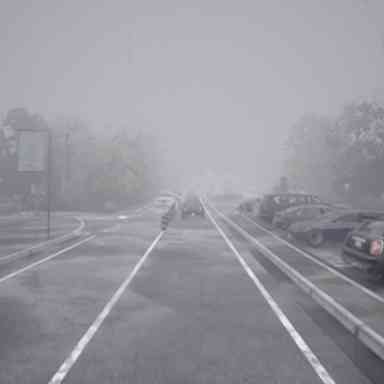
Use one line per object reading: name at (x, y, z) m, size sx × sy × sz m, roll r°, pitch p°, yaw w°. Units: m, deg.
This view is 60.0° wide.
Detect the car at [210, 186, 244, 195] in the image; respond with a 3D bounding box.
car at (6.855, 0.283, 66.531) m, size 5.566 × 2.045 × 2.435 m, roll 0°, pitch 2°, yaw 0°

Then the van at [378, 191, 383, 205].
van at (19.757, 0.833, 31.134) m, size 4.442 × 1.987 × 1.878 m, roll -1°, pitch 2°, yaw 0°

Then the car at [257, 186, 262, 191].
car at (20.092, -0.140, 85.793) m, size 4.792 × 1.488 × 2.163 m, roll 0°, pitch 2°, yaw 0°

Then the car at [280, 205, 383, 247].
car at (6.626, 1.501, 14.469) m, size 4.792 × 1.488 × 2.163 m, roll 0°, pitch 1°, yaw 1°

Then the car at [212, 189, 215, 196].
car at (6.810, 0.637, 63.767) m, size 5.008 × 1.535 × 2.097 m, roll 0°, pitch 2°, yaw 0°

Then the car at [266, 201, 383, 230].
car at (6.673, 1.427, 17.247) m, size 4.892 × 1.521 × 2.231 m, roll 0°, pitch 1°, yaw 1°

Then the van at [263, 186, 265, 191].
van at (20.136, -0.212, 80.377) m, size 4.442 × 1.987 × 1.878 m, roll 0°, pitch 2°, yaw 0°

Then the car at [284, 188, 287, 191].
car at (19.893, 0.607, 61.006) m, size 4.553 × 1.767 × 2.185 m, roll 0°, pitch 2°, yaw 0°

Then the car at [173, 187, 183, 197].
car at (-3.256, -0.063, 73.953) m, size 2.150 × 2.045 × 5.566 m, roll 0°, pitch 2°, yaw 0°

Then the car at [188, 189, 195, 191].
car at (0.013, -0.011, 81.651) m, size 1.837 × 1.490 × 4.892 m, roll 0°, pitch 2°, yaw 0°

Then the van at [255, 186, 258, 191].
van at (19.977, -0.480, 88.537) m, size 4.442 × 1.987 × 1.878 m, roll 0°, pitch 2°, yaw 0°

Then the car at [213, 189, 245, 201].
car at (6.752, 0.770, 60.994) m, size 4.792 × 1.488 × 2.163 m, roll 0°, pitch 2°, yaw 0°

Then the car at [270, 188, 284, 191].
car at (19.743, 0.425, 69.192) m, size 5.366 × 1.575 × 1.946 m, roll 0°, pitch 2°, yaw 0°

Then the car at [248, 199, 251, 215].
car at (6.724, 1.303, 22.828) m, size 5.008 × 1.535 × 2.097 m, roll 0°, pitch 1°, yaw 1°

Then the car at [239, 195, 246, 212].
car at (6.808, 1.176, 28.392) m, size 4.792 × 1.488 × 2.163 m, roll 0°, pitch 2°, yaw 1°

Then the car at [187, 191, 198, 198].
car at (0.085, 1.068, 47.799) m, size 2.128 × 1.511 × 4.902 m, roll 0°, pitch 2°, yaw 0°

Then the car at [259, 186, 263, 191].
car at (20.070, -0.053, 83.156) m, size 4.792 × 1.488 × 2.163 m, roll 0°, pitch 2°, yaw 0°

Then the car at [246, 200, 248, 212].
car at (6.785, 1.103, 25.603) m, size 4.553 × 1.767 × 2.185 m, roll 0°, pitch 2°, yaw 1°

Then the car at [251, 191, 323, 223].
car at (6.733, 1.118, 20.030) m, size 5.566 × 2.045 × 2.435 m, roll 0°, pitch 1°, yaw 1°

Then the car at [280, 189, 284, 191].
car at (19.854, 0.663, 63.656) m, size 4.792 × 1.488 × 2.163 m, roll 0°, pitch 2°, yaw 0°

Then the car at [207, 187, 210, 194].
car at (6.709, 0.222, 74.865) m, size 5.366 × 1.575 × 1.946 m, roll 0°, pitch 2°, yaw 0°

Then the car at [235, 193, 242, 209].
car at (6.775, 1.093, 31.175) m, size 4.792 × 1.488 × 2.163 m, roll 0°, pitch 2°, yaw 1°

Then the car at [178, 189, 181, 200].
car at (-3.322, 0.762, 58.256) m, size 1.812 × 1.442 × 4.674 m, roll 0°, pitch 2°, yaw 0°

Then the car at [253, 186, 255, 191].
car at (20.113, -0.336, 91.328) m, size 5.008 × 1.535 × 2.097 m, roll 0°, pitch 2°, yaw 0°

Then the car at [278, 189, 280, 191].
car at (19.903, 0.571, 66.424) m, size 4.674 × 1.452 × 2.002 m, roll 0°, pitch 2°, yaw 0°

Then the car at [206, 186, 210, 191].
car at (6.755, 0.014, 80.534) m, size 5.366 × 1.575 × 1.946 m, roll 0°, pitch 2°, yaw 0°

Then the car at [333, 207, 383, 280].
car at (6.573, 1.404, 8.886) m, size 4.553 × 1.767 × 2.185 m, roll 0°, pitch 0°, yaw 1°

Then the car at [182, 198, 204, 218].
car at (0.091, 1.517, 29.398) m, size 1.895 × 1.301 × 4.718 m, roll 0°, pitch 0°, yaw 0°

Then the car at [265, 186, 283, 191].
car at (20.002, -0.029, 74.717) m, size 5.566 × 2.045 × 2.435 m, roll 0°, pitch 2°, yaw 0°

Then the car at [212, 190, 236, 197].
car at (6.878, 0.329, 72.090) m, size 4.892 × 1.521 × 2.231 m, roll 0°, pitch 2°, yaw 0°

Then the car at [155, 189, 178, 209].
car at (-3.358, 0.968, 42.242) m, size 2.150 × 2.045 × 5.566 m, roll 0°, pitch 2°, yaw 0°

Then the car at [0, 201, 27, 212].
car at (-21.287, 1.663, 38.416) m, size 4.718 × 1.301 × 1.895 m, roll 0°, pitch -2°, yaw 28°
